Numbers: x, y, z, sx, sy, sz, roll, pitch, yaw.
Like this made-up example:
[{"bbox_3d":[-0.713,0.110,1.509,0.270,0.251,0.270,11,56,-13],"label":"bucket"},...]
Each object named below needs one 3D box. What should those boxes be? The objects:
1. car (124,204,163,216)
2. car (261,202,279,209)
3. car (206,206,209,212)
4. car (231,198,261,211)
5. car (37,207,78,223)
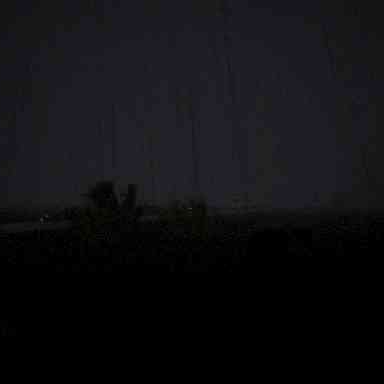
[{"bbox_3d":[-5.713,2.212,40.129,2.033,1.411,5.357,-2,-2,37],"label":"car"},{"bbox_3d":[14.559,2.494,62.124,1.895,1.301,4.718,-2,-2,36],"label":"car"},{"bbox_3d":[0.573,2.288,48.845,1.837,1.490,4.892,-2,-2,36],"label":"car"},{"bbox_3d":[8.342,1.995,53.416,2.150,2.045,5.566,-2,-2,38],"label":"car"},{"bbox_3d":[-11.803,2.098,31.686,2.033,1.411,5.357,-2,-2,36],"label":"car"}]
